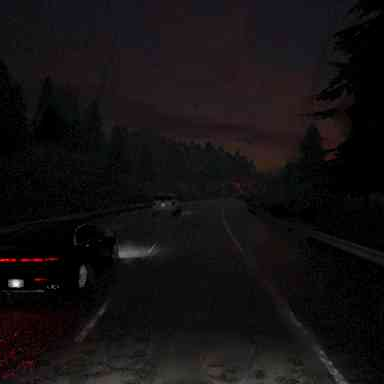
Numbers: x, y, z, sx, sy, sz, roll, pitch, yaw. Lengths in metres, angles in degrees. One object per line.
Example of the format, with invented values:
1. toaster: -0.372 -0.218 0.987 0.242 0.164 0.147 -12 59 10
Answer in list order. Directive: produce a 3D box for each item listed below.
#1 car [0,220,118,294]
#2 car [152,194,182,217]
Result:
1. car: -3.304 1.491 8.744 1.837 1.490 4.892 0 0 1
2. car: -2.263 1.180 31.200 2.150 2.045 5.566 0 0 5
